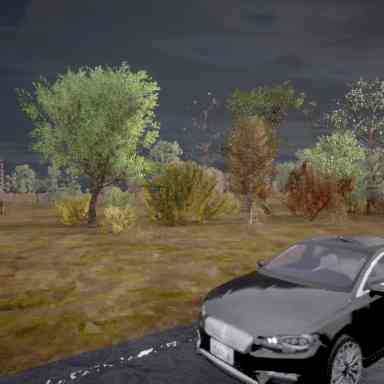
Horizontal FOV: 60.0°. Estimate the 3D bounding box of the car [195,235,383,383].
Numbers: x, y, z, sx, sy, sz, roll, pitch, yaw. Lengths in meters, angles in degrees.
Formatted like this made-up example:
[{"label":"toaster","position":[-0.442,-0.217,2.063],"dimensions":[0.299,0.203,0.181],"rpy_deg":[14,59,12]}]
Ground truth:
[{"label":"car","position":[2.291,1.491,5.129],"dimensions":[4.902,1.511,2.128],"rpy_deg":[0,0,-37]}]
